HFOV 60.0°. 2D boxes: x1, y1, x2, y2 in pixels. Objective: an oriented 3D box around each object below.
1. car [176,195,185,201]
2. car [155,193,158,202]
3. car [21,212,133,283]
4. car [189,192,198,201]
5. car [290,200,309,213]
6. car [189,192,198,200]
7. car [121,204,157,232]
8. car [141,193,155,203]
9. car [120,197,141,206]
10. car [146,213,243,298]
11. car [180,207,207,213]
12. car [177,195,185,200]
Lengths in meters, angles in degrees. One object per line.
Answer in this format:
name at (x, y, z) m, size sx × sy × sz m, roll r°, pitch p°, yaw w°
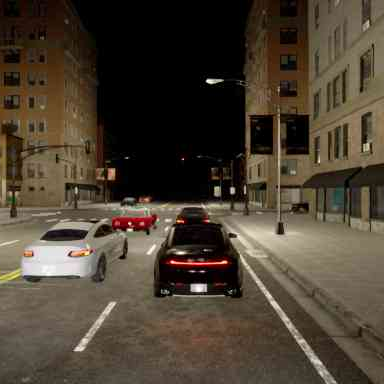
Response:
car at (-2.900, 1.502, 80.157) m, size 1.812 × 1.442 × 4.674 m, roll 0°, pitch 0°, yaw 0°
car at (-9.407, 1.200, 78.522) m, size 2.150 × 2.045 × 5.566 m, roll 0°, pitch 0°, yaw 0°
car at (-3.115, 1.525, 9.581) m, size 1.812 × 1.442 × 4.674 m, roll 0°, pitch 0°, yaw 0°
car at (0.349, 1.477, 79.726) m, size 1.837 × 1.490 × 4.892 m, roll 0°, pitch 0°, yaw 0°
car at (13.213, 1.528, 36.317) m, size 4.902 × 1.511 × 2.128 m, roll 0°, pitch 0°, yaw -1°
car at (0.394, 1.070, 90.175) m, size 2.150 × 2.045 × 5.566 m, roll 0°, pitch 0°, yaw 0°
car at (-3.071, 1.600, 18.738) m, size 1.895 × 1.301 × 4.718 m, roll 0°, pitch 0°, yaw 0°
car at (-9.471, 1.336, 67.635) m, size 2.097 × 1.767 × 4.553 m, roll 0°, pitch 0°, yaw 1°
car at (-9.622, 1.540, 51.188) m, size 2.033 × 1.411 × 5.357 m, roll 0°, pitch 0°, yaw 0°
car at (0.136, 1.505, 8.501) m, size 1.837 × 1.490 × 4.892 m, roll 0°, pitch 0°, yaw 0°
car at (0.075, 1.524, 17.746) m, size 1.812 × 1.442 × 4.674 m, roll 0°, pitch 0°, yaw 0°
car at (-2.856, 1.398, 90.160) m, size 1.994 × 1.385 × 4.181 m, roll 0°, pitch 0°, yaw 0°
